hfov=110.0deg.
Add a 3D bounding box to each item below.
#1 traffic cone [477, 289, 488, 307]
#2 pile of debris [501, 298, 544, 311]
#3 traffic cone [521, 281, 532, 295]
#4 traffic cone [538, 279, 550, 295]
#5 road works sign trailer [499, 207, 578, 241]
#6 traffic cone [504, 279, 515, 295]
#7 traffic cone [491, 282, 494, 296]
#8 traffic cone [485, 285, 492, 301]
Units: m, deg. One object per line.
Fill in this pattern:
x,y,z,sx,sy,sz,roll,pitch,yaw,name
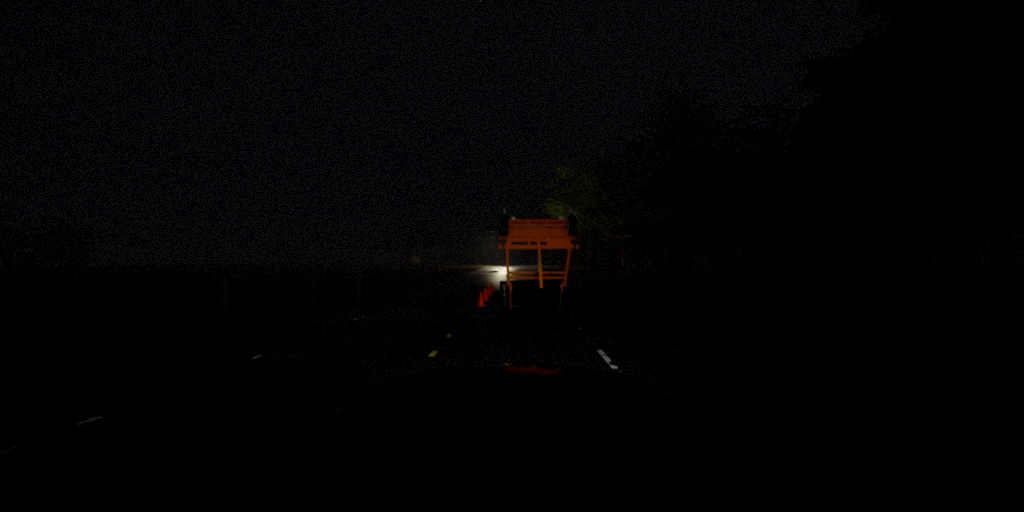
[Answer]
-1.254,1.766,14.686,0.340,0.580,0.340,0,0,1,traffic cone
0.230,1.973,14.669,1.860,0.140,1.500,0,0,1,pile of debris
0.839,1.788,20.653,0.340,0.580,0.340,0,0,1,traffic cone
1.837,1.785,20.637,0.340,0.580,0.340,0,0,1,traffic cone
0.763,-2.324,9.880,2.380,3.560,2.880,0,0,1,road works sign trailer
-0.161,1.790,20.669,0.340,0.580,0.340,0,0,1,traffic cone
-1.191,1.784,18.686,0.340,0.580,0.340,0,0,1,traffic cone
-1.223,1.775,16.686,0.340,0.580,0.340,0,0,1,traffic cone
